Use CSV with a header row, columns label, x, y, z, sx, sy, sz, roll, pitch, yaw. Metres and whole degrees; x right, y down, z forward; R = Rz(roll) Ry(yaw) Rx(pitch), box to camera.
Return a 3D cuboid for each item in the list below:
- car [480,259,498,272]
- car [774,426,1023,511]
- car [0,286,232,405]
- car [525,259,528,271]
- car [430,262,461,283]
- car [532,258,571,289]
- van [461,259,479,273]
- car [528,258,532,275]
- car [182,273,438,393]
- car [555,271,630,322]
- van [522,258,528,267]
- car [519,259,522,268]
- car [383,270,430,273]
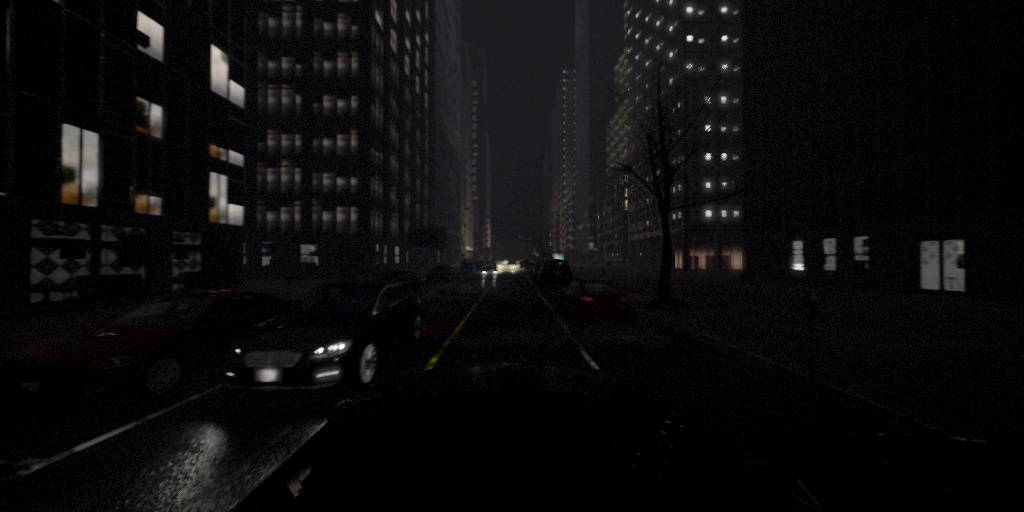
label,x,y,z,sx,sy,sz,roll,pitch,yaw
car,-3.048,1.411,50.600,1.812,1.442,4.674,0,0,0
car,2.756,1.316,0.777,1.948,1.339,4.313,0,0,0
car,-5.699,1.303,6.488,1.888,1.381,4.507,0,0,0
car,2.700,1.387,40.768,1.751,1.417,4.829,0,0,0
car,-5.684,1.388,29.242,1.948,1.339,4.313,0,0,0
car,2.696,1.128,23.532,2.192,1.841,5.009,0,0,0
van,-5.679,1.212,46.309,1.690,1.789,3.998,0,0,0
car,2.697,1.144,29.220,2.192,1.841,5.009,0,0,0
car,-3.087,1.254,7.000,2.128,1.511,4.902,0,0,0
car,2.693,1.364,12.154,1.802,1.307,4.207,0,0,0
van,2.703,1.236,51.976,1.690,1.789,3.998,0,0,0
car,2.366,1.386,63.804,1.801,1.575,5.366,0,0,0
car,-5.687,1.356,17.864,1.948,1.339,4.313,0,0,0
